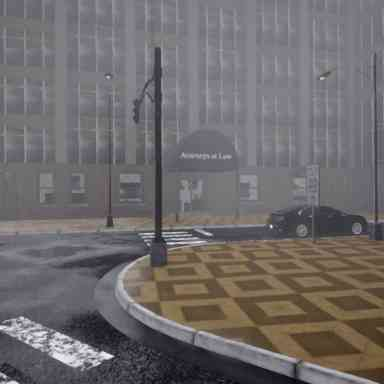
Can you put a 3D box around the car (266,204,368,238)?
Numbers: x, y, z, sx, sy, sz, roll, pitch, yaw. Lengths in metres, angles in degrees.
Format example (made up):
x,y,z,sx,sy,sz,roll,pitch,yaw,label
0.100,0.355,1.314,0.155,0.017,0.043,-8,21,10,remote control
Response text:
x,y,z,sx,sy,sz,roll,pitch,yaw,label
6.012,1.321,15.951,4.892,1.490,1.837,0,0,-14,car
